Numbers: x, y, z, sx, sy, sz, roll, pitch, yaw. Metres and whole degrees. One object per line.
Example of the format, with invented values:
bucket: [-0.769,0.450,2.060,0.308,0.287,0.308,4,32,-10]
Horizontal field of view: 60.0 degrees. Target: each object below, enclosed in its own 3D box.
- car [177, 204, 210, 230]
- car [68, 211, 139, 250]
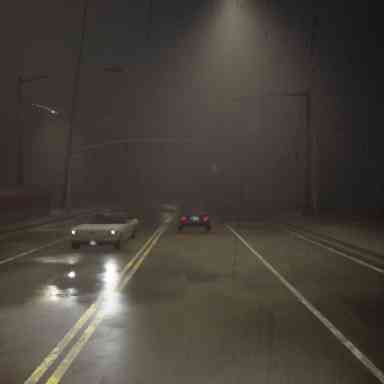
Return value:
car: [0.102,1.441,20.194,2.033,1.411,5.357,0,0,-1]
car: [-3.563,1.526,14.179,1.895,1.301,4.718,0,0,0]
